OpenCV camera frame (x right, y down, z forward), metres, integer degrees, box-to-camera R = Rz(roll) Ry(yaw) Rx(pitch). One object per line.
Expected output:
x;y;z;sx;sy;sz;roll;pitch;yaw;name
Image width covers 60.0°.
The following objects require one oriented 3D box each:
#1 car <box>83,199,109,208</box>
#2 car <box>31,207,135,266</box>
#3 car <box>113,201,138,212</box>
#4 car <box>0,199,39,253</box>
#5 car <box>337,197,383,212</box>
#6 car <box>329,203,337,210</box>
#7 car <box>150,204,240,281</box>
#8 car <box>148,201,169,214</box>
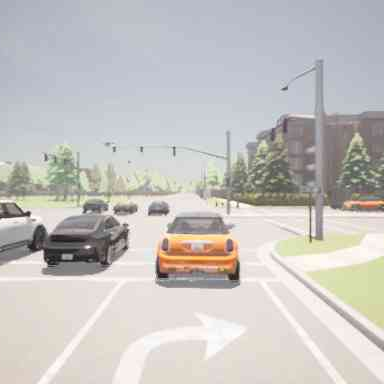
-10.409;1.516;36.259;1.837;1.490;4.892;0;0;0;car
-3.404;1.509;11.496;1.837;1.490;4.892;0;0;0;car
-6.908;1.612;35.179;1.895;1.301;4.718;0;0;0;car
-6.900;1.225;10.986;2.150;2.045;5.566;0;0;0;car
19.676;1.364;38.205;4.553;1.767;2.097;0;0;0;car
19.789;1.613;41.705;4.718;1.301;1.895;0;0;0;car
0.264;1.354;10.123;2.097;1.767;4.553;0;0;4;car
-3.408;1.574;34.852;1.994;1.385;4.181;0;0;0;car
